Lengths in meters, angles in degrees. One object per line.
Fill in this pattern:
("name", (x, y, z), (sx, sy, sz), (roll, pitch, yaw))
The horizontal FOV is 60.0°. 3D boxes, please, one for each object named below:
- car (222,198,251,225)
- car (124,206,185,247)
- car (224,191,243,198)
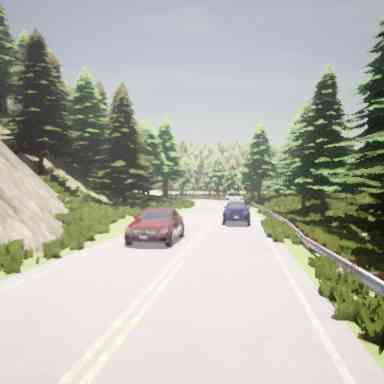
("car", (3.056, 1.389, 22.942), (1.812, 1.442, 4.674), (1, 1, 8))
("car", (-1.451, 1.384, 14.483), (1.812, 1.442, 4.674), (1, 1, 8))
("car", (5.206, 0.949, 41.486), (2.150, 2.045, 5.566), (1, 1, 6))
